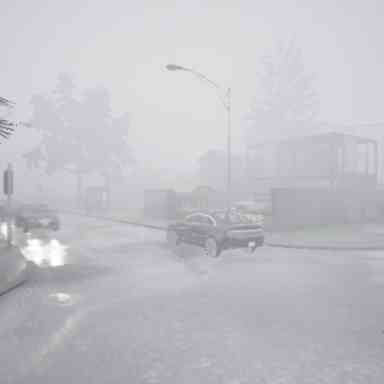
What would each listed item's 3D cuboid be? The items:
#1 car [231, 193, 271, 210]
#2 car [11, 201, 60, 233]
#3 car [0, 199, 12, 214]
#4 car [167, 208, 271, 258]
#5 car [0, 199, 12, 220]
[{"bbox_3d":[5.207,1.022,27.540,3.866,1.878,1.905,0,0,0],"label":"car"},{"bbox_3d":[-9.365,1.499,20.023,2.128,1.511,4.902,0,0,-35],"label":"car"},{"bbox_3d":[-21.141,1.534,36.591,1.812,1.442,4.674,0,0,-35],"label":"car"},{"bbox_3d":[0.715,1.506,13.055,2.128,1.511,4.902,0,0,-31],"label":"car"},{"bbox_3d":[-15.186,1.485,28.200,1.882,1.535,5.008,0,0,-36],"label":"car"}]
